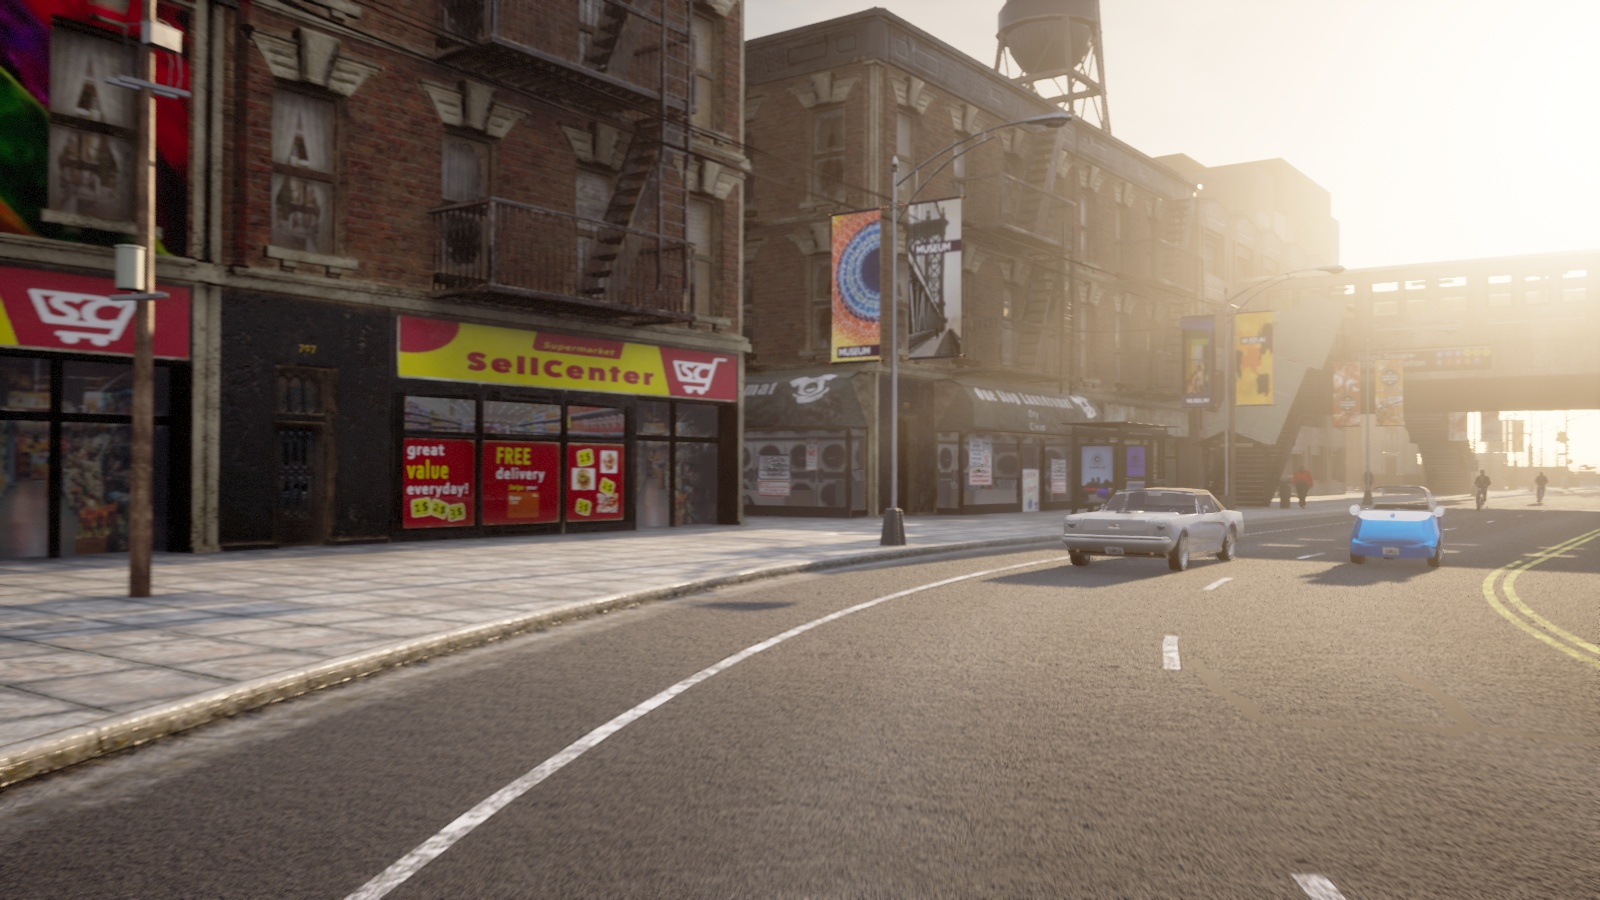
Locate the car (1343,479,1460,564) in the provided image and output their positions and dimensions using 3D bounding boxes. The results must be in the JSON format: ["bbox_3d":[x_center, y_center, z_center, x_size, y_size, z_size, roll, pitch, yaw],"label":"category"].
[{"bbox_3d":[10.516,1.204,21.905,1.481,1.376,2.207,-1,-2,35],"label":"car"}]

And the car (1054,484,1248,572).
[{"bbox_3d":[6.180,1.260,21.698,1.895,1.301,4.718,-1,-1,33],"label":"car"}]

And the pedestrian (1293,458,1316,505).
[{"bbox_3d":[19.961,1.243,49.706,0.634,1.844,0.899,-1,-1,36],"label":"pedestrian"}]
